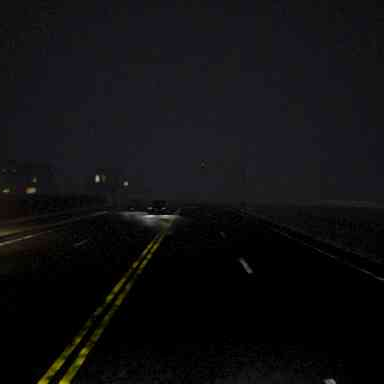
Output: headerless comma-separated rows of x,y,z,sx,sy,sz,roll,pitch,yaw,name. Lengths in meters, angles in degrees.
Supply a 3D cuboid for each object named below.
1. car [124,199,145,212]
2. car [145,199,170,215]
-6.569,1.522,39.204,2.033,1.411,5.357,0,0,0,car
-3.331,1.481,33.981,1.837,1.490,4.892,0,0,0,car
